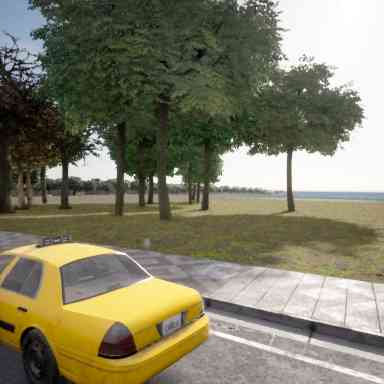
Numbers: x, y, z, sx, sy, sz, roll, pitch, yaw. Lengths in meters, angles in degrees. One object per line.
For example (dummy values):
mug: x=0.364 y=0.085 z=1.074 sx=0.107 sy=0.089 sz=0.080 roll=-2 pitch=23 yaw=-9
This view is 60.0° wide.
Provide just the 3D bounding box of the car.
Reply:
car: x=-2.310 y=1.455 z=5.210 sx=5.366 sy=1.575 sz=1.801 roll=0 pitch=0 yaw=36
